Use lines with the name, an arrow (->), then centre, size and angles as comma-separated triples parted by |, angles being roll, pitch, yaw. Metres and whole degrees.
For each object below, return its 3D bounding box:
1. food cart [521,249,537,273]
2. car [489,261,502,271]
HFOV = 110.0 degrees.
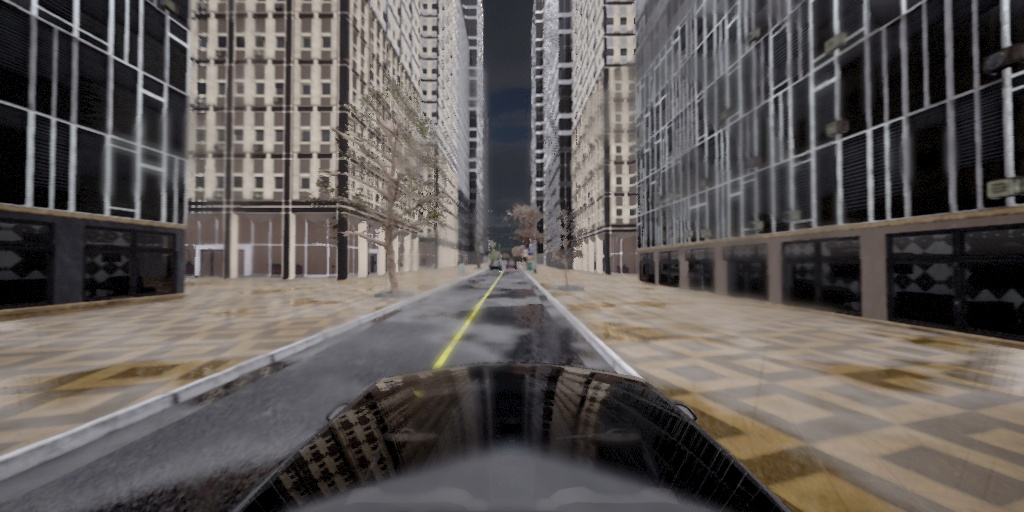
food cart -> 2.962, 0.711, 57.984 | 2.280, 3.560, 4.660 | 0, 0, 0
car -> -2.825, 1.638, 61.442 | 2.097, 1.767, 4.553 | 0, -1, 0
